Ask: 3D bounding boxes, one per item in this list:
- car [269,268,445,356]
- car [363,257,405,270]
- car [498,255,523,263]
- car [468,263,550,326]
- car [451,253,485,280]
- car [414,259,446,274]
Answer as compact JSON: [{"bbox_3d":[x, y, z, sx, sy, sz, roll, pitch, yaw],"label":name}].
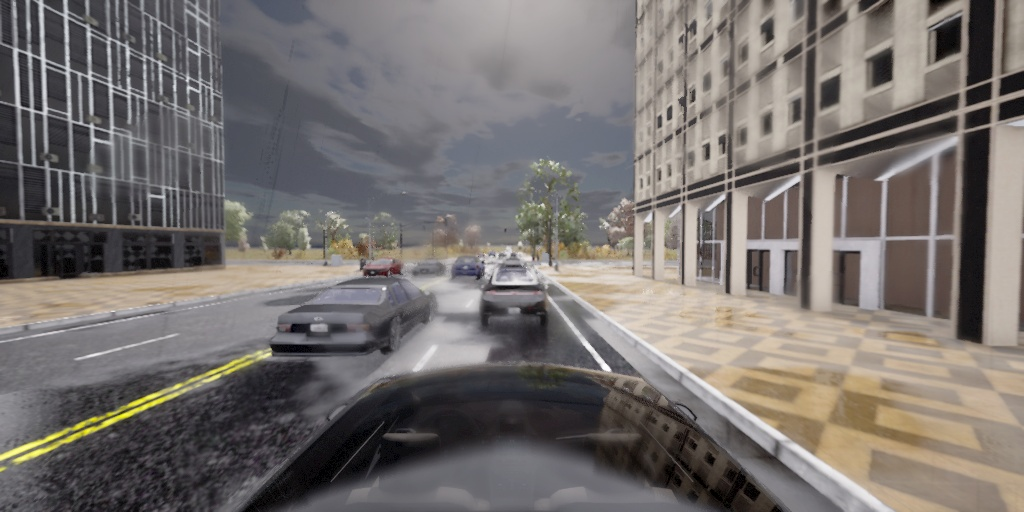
[{"bbox_3d":[-3.186,1.209,8.463,2.033,1.411,5.357,0,1,0],"label":"car"},{"bbox_3d":[-9.860,0.873,27.842,1.882,1.535,5.008,0,1,0],"label":"car"},{"bbox_3d":[0.065,0.910,26.993,1.837,1.490,4.892,0,0,0],"label":"car"},{"bbox_3d":[0.073,1.113,11.129,2.128,1.511,4.902,0,0,0],"label":"car"},{"bbox_3d":[-3.186,0.761,26.883,2.097,1.767,4.553,0,1,0],"label":"car"},{"bbox_3d":[-6.606,0.943,28.982,1.994,1.385,4.181,0,1,0],"label":"car"}]
